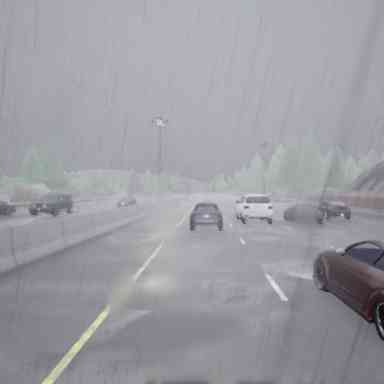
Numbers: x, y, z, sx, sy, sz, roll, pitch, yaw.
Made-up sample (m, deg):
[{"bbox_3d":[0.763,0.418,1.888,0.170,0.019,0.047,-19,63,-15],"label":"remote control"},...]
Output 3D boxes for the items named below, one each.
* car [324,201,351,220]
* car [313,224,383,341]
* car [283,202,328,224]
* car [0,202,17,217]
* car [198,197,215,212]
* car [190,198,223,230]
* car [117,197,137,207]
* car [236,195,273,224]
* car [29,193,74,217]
[{"bbox_3d":[11.717,1.515,28.127,1.837,1.490,4.892,0,0,2],"label":"car"},{"bbox_3d":[3.825,1.571,6.264,1.994,1.385,4.181,0,0,2],"label":"car"},{"bbox_3d":[8.056,1.564,24.464,1.994,1.385,4.181,0,0,2],"label":"car"},{"bbox_3d":[-16.550,1.450,27.140,2.033,1.411,5.357,0,0,3],"label":"car"},{"bbox_3d":[1.679,1.436,39.003,1.882,1.535,5.008,0,0,2],"label":"car"},{"bbox_3d":[0.901,1.407,20.772,2.033,1.649,4.856,0,0,3],"label":"car"},{"bbox_3d":[-8.707,1.403,45.040,2.128,1.511,4.902,0,0,3],"label":"car"},{"bbox_3d":[4.570,1.208,24.847,2.150,2.045,5.566,0,0,2],"label":"car"},{"bbox_3d":[-12.875,1.136,30.953,2.150,2.045,5.566,0,0,2],"label":"car"}]
